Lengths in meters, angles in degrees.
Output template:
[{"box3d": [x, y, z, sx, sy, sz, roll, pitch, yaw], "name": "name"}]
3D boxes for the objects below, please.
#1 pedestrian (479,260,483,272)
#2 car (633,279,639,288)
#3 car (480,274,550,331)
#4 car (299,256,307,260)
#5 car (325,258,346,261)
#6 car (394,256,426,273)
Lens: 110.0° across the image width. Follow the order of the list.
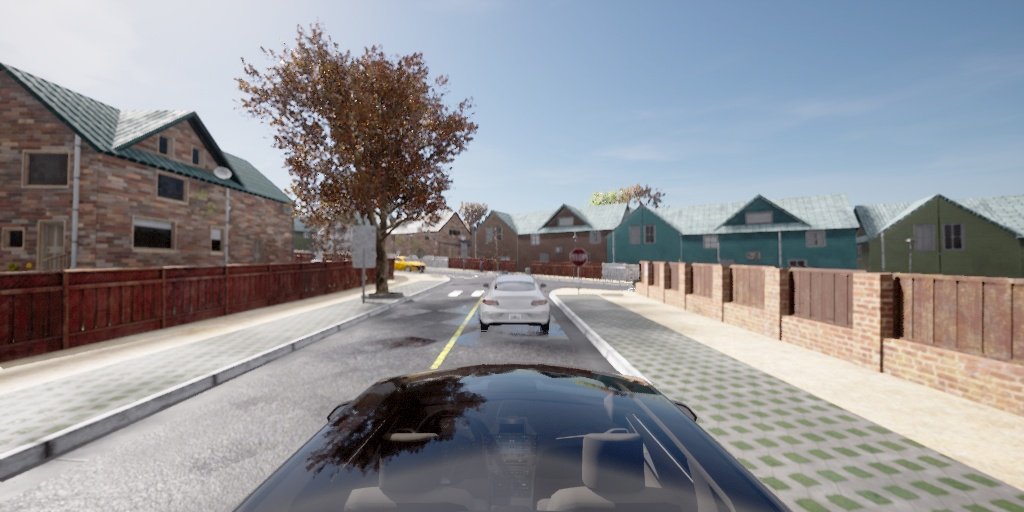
[{"box3d": [-3.171, 1.045, 37.287, 0.375, 1.300, 0.375, -1, -5, 32], "name": "pedestrian"}, {"box3d": [10.087, 1.796, 22.429, 4.718, 1.301, 1.895, 3, 0, 21], "name": "car"}, {"box3d": [0.079, 1.261, 10.766, 1.812, 1.442, 4.674, 0, 0, 0], "name": "car"}, {"box3d": [-28.639, 0.210, 46.313, 4.718, 1.301, 1.895, 2, 0, 32], "name": "car"}, {"box3d": [-19.098, 0.456, 40.341, 5.008, 1.535, 1.882, 2, 0, 32], "name": "car"}, {"box3d": [-10.587, 0.794, 35.015, 5.008, 1.535, 1.882, 2, 0, 32], "name": "car"}]
